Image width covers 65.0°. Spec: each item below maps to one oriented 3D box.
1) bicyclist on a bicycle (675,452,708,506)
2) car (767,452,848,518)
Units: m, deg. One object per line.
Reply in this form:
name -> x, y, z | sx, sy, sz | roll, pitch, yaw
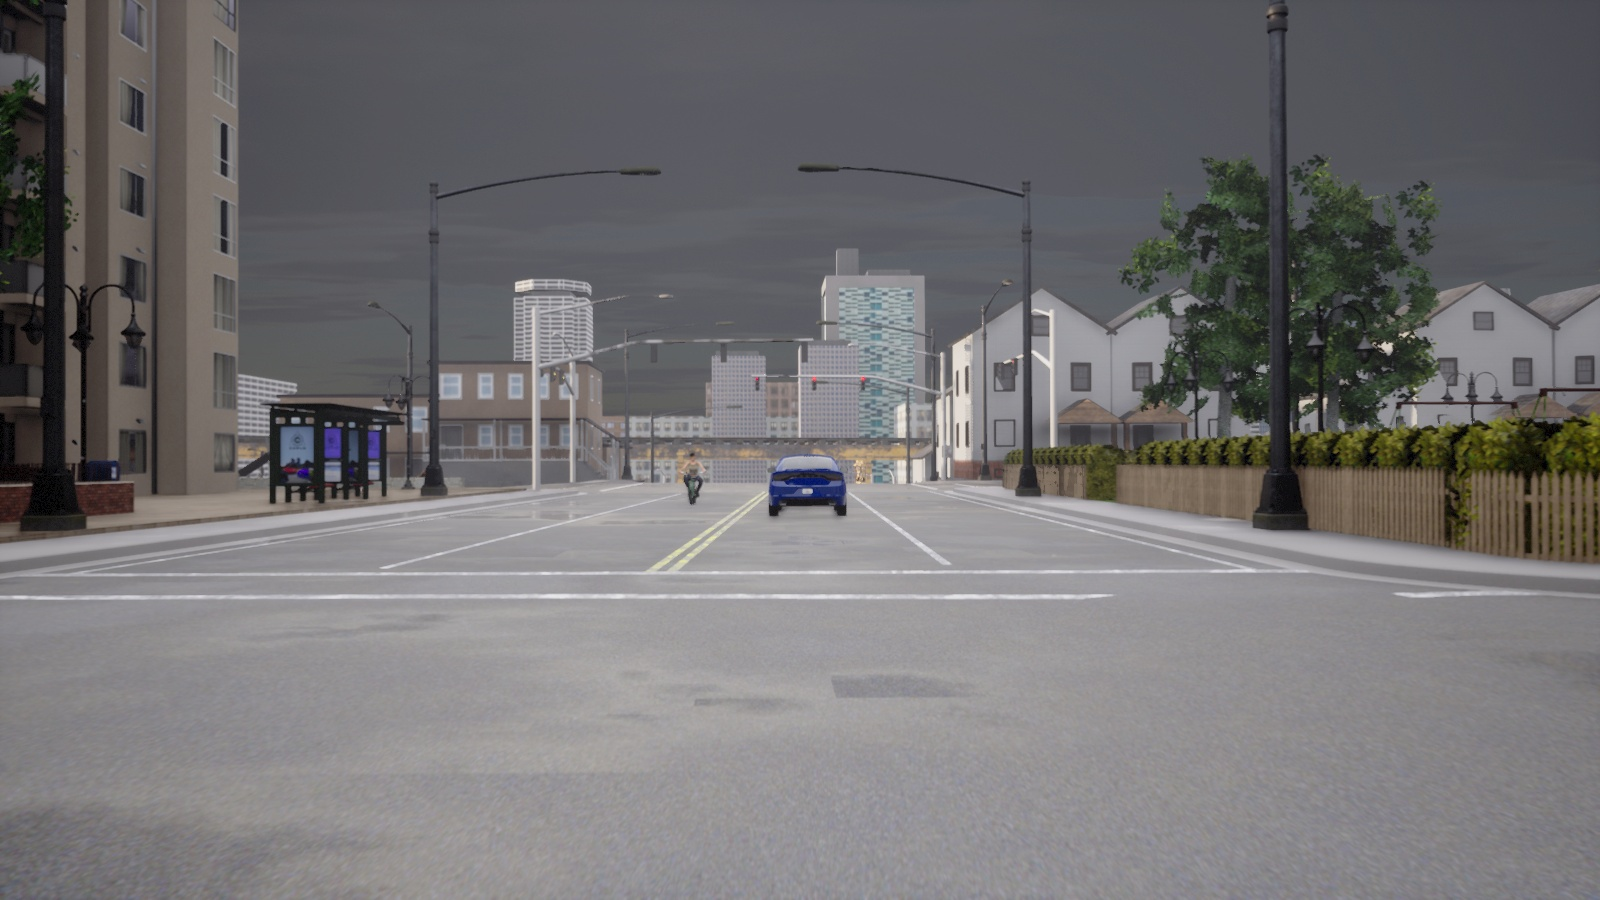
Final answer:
bicyclist on a bicycle -> -3.271, 0.862, 38.062 | 0.866, 1.612, 1.509 | 0, -1, 1
car -> 0.189, 0.837, 31.834 | 1.882, 1.535, 5.008 | 0, -1, 0
